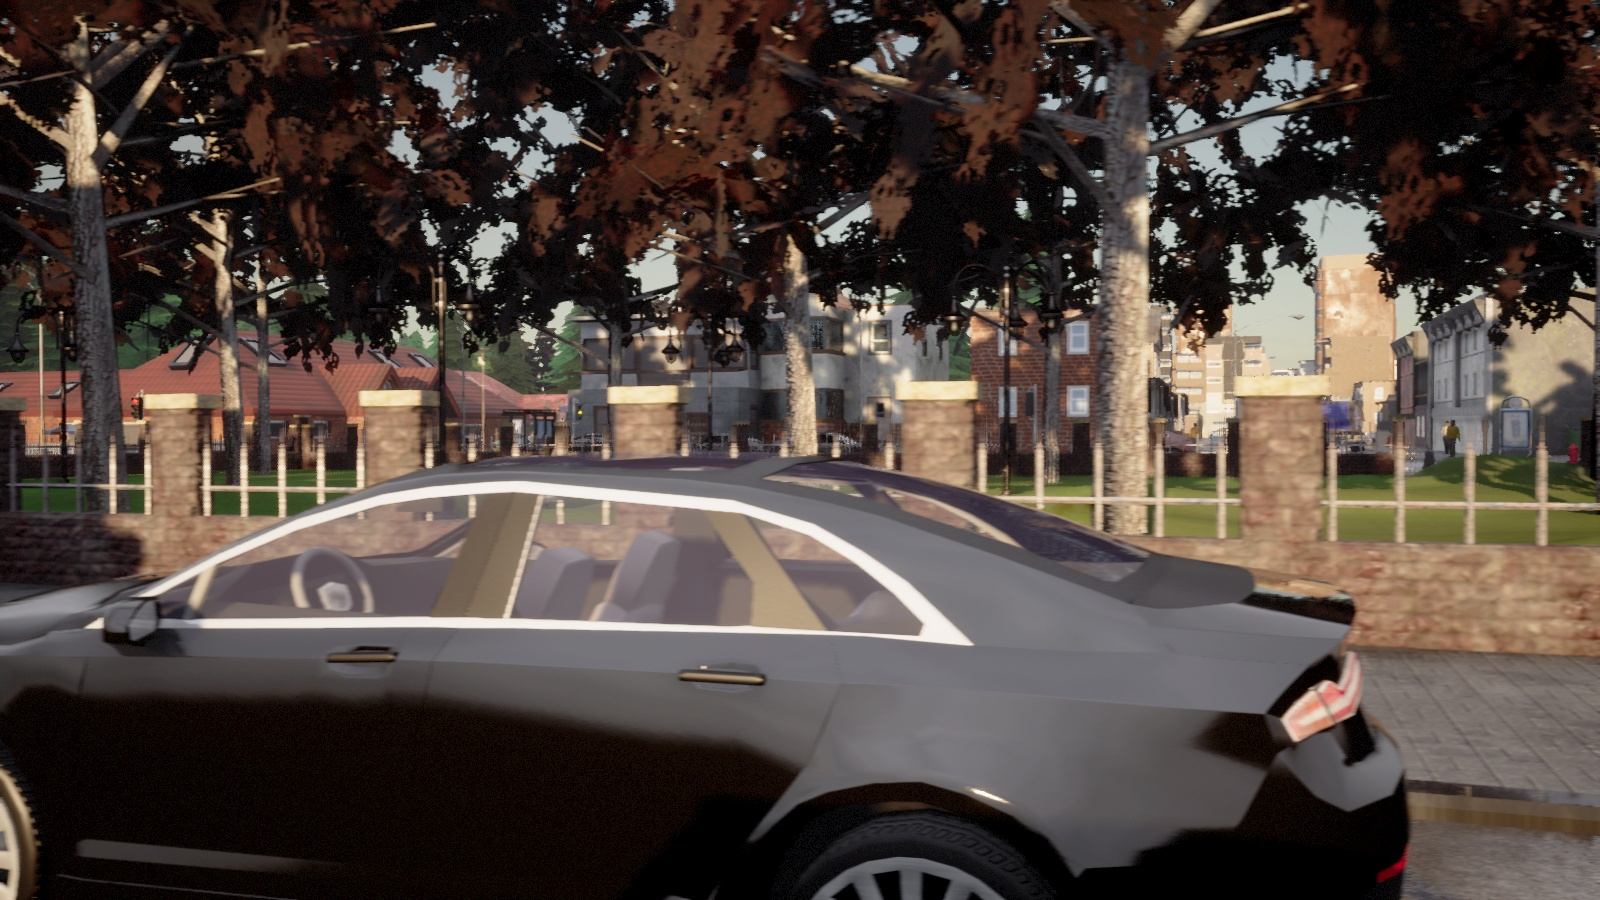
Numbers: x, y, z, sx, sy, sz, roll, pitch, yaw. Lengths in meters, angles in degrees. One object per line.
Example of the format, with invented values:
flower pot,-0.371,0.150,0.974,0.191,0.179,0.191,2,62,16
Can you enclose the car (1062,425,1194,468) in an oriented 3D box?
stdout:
car,13.298,-0.164,51.162,5.027,1.651,2.152,0,1,10

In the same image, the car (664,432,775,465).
car,-3.651,-0.074,56.961,4.674,1.442,1.812,1,1,19

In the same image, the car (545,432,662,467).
car,-8.477,-0.048,54.245,4.674,1.442,1.812,0,1,15

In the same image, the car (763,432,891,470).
car,1.100,0.018,51.054,4.892,1.490,1.837,0,1,16

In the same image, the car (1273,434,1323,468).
car,22.335,0.032,56.476,1.812,1.442,4.674,1,1,18

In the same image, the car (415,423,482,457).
car,-20.195,-0.610,72.219,1.905,1.878,3.866,0,1,17

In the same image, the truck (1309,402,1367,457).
truck,35.631,-1.356,83.352,2.891,3.462,7.936,1,1,19

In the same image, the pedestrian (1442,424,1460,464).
pedestrian,29.810,-0.273,57.507,0.709,1.840,0.431,0,1,-36

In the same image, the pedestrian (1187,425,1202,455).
pedestrian,24.183,-0.605,76.936,0.874,1.855,0.900,1,1,18

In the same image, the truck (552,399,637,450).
truck,-15.840,-1.960,97.524,2.891,3.827,8.468,1,1,19

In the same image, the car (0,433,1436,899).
car,-0.867,0.715,4.011,4.902,1.511,2.128,1,1,19
